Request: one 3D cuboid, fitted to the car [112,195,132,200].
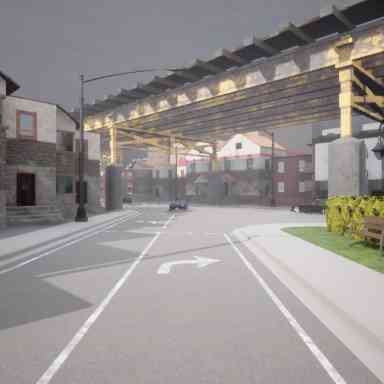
[{"bbox_3d":[-16.876,1.295,80.118,4.536,1.218,1.853,0,0,-15],"label":"car"}]

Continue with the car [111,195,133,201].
[{"bbox_3d":[-16.927,1.452,80.105,4.974,1.542,2.038,0,0,-15],"label":"car"}]

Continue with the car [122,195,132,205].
[{"bbox_3d":[-12.417,1.505,58.314,1.837,1.490,4.892,0,0,-45],"label":"car"}]

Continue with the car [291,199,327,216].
[{"bbox_3d":[12.315,1.506,33.344,1.837,1.490,4.892,0,0,-45],"label":"car"}]

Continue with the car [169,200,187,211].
[{"bbox_3d":[-1.577,1.601,40.391,1.895,1.301,4.718,0,0,3],"label":"car"}]
